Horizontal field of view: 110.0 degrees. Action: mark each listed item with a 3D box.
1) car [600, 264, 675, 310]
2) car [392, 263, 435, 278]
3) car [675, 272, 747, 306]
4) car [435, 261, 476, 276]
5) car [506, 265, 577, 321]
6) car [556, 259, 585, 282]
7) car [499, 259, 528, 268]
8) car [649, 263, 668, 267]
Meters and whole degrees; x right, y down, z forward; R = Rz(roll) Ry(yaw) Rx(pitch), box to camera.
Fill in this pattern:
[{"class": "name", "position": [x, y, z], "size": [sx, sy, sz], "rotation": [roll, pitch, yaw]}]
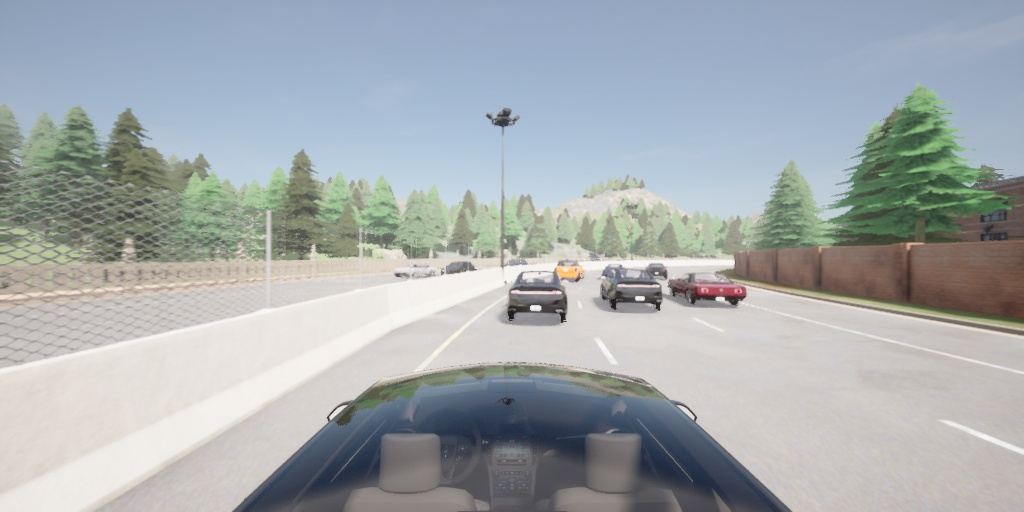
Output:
[{"class": "car", "position": [4.803, 1.263, 14.866], "size": [2.128, 1.511, 4.902], "rotation": [0, 0, 8]}, {"class": "car", "position": [-9.005, 1.314, 33.372], "size": [1.895, 1.301, 4.718], "rotation": [0, 0, 17]}, {"class": "car", "position": [8.535, 1.388, 16.195], "size": [1.895, 1.301, 4.718], "rotation": [0, 0, 10]}, {"class": "car", "position": [-5.052, 1.235, 34.110], "size": [1.837, 1.490, 4.892], "rotation": [0, 0, 19]}, {"class": "car", "position": [0.950, 1.246, 12.454], "size": [2.128, 1.511, 4.902], "rotation": [0, 0, 7]}, {"class": "car", "position": [4.802, 1.124, 29.871], "size": [2.097, 1.767, 4.553], "rotation": [0, 0, 17]}, {"class": "car", "position": [0.233, 1.105, 38.412], "size": [2.097, 1.767, 4.553], "rotation": [0, 0, 22]}, {"class": "car", "position": [13.375, 1.334, 33.218], "size": [1.812, 1.442, 4.674], "rotation": [0, 0, 21]}]
